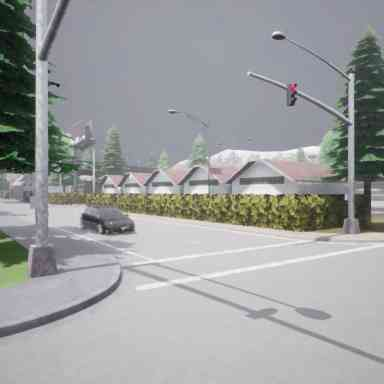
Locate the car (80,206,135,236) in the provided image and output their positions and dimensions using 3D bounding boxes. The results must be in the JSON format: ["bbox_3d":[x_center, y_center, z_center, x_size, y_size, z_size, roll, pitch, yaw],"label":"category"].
[{"bbox_3d":[-4.932,1.587,19.012,1.837,1.490,4.892,0,1,-36],"label":"car"}]
